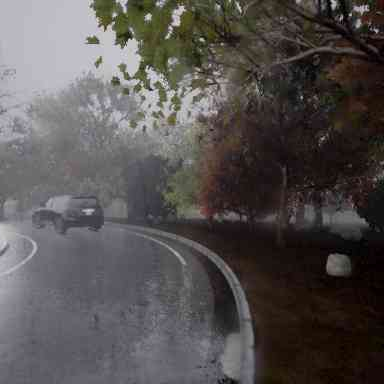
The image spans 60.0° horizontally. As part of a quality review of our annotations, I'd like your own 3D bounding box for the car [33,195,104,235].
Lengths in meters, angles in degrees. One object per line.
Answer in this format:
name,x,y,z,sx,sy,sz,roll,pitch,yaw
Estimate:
car,-7.151,1.198,19.040,2.150,2.045,5.566,1,-1,-43
